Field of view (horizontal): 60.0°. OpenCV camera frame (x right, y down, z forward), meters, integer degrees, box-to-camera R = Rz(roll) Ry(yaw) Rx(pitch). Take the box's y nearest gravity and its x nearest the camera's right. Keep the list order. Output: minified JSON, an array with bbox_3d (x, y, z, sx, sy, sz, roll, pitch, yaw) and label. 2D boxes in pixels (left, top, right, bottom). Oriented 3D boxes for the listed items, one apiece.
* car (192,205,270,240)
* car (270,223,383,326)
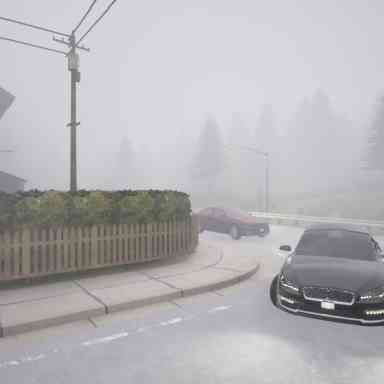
[{"bbox_3d":[1.882,1.478,17.452,1.882,1.535,5.008,0,0,-33],"label":"car"},{"bbox_3d":[3.182,1.505,7.316,1.837,1.490,4.892,0,0,27],"label":"car"}]
